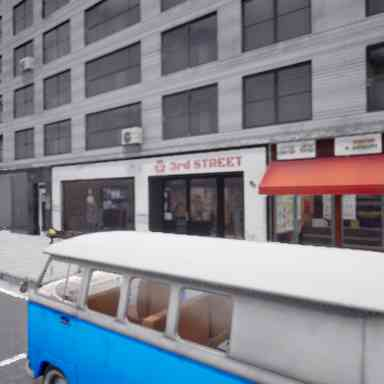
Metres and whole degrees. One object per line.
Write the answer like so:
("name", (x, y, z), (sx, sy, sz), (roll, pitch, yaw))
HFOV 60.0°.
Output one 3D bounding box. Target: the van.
("van", (0.023, 1.347, 3.124), (3.998, 1.788, 1.690), (-1, 0, 36))
